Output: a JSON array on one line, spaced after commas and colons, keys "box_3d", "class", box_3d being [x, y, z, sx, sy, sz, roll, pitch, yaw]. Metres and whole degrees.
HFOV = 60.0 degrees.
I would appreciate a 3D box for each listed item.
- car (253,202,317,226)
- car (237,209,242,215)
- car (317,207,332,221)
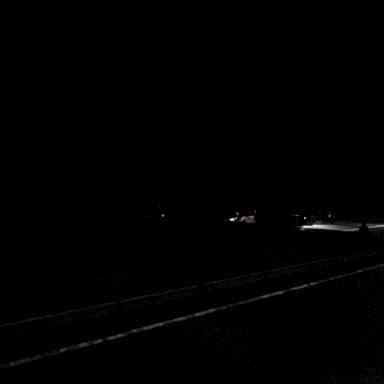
[{"box_3d": [6.580, 1.651, 24.583, 1.994, 1.385, 4.181, 0, -1, -39], "class": "car"}, {"box_3d": [2.687, 1.787, 34.647, 2.033, 1.411, 5.357, 0, -1, -42], "class": "car"}, {"box_3d": [8.938, 1.586, 27.233, 2.128, 1.511, 4.902, 0, -1, -39], "class": "car"}]
